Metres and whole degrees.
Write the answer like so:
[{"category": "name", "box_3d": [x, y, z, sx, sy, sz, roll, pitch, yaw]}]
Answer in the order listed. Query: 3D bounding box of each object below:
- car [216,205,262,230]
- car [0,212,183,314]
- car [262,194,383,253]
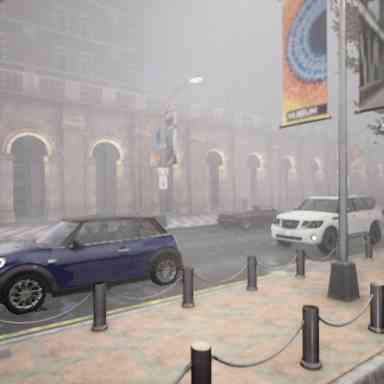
[{"category": "car", "box_3d": [3.780, 1.484, 20.476, 4.718, 1.301, 1.895, -1, 0, -36]}, {"category": "car", "box_3d": [-2.511, 1.336, 7.728, 4.553, 1.767, 2.097, -1, 0, -36]}, {"category": "car", "box_3d": [5.719, 1.127, 13.671, 5.566, 2.045, 2.150, -1, 0, -36]}]
